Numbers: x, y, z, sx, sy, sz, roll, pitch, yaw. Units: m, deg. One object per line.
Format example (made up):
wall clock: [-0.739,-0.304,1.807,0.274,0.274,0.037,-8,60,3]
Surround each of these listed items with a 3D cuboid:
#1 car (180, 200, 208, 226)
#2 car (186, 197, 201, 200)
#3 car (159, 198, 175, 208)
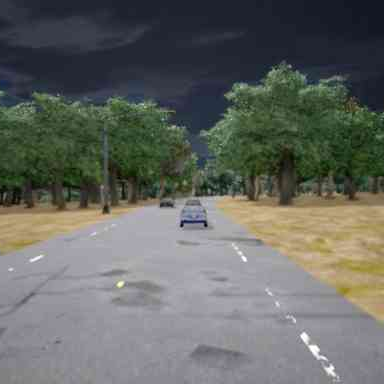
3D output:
car: [0.114,1.524,22.904,2.033,1.411,5.357,0,0,0]
car: [0.215,1.396,44.509,2.128,1.511,4.902,0,0,1]
car: [-3.405,1.500,45.854,1.895,1.301,4.718,0,0,1]
